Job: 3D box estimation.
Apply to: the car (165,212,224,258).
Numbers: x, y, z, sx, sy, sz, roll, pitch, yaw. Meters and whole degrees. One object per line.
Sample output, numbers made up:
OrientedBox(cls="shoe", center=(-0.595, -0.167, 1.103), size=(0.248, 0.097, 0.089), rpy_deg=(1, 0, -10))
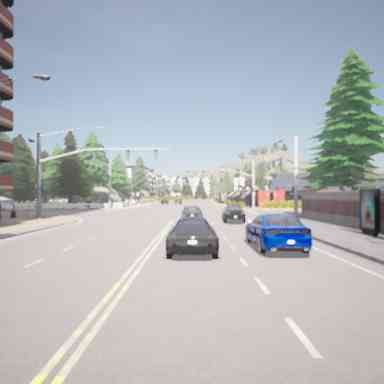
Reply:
OrientedBox(cls="car", center=(0.020, 1.714, 13.448), size=(1.994, 1.385, 4.181), rpy_deg=(0, -1, 0))

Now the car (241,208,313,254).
OrientedBox(cls="car", center=(3.524, 1.636, 14.239), size=(1.882, 1.535, 5.008), rpy_deg=(0, 0, 0))

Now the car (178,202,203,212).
OrientedBox(cls="car", center=(-0.026, 1.852, 27.512), size=(2.033, 1.411, 5.357), rpy_deg=(0, -1, -1))

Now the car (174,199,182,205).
OrientedBox(cls="car", center=(-3.508, 2.467, 85.347), size=(2.128, 1.511, 4.902), rpy_deg=(0, -1, 0))

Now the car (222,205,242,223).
OrientedBox(cls="car", center=(3.603, 1.845, 28.851), size=(1.812, 1.442, 4.674), rpy_deg=(0, 0, 3))

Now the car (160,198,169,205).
OrientedBox(cls="car", center=(-7.008, 2.442, 85.347), size=(1.837, 1.490, 4.892), rpy_deg=(0, -1, 0))
